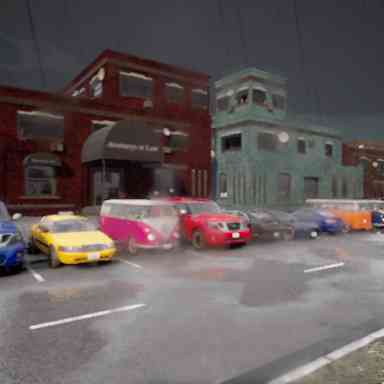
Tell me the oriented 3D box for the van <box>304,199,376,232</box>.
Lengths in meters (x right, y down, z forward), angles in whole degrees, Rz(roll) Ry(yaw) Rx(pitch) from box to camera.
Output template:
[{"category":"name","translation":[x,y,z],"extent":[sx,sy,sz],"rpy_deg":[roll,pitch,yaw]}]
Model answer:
[{"category":"van","translation":[9.052,1.487,21.599],"extent":[1.878,1.987,4.442],"rpy_deg":[1,-1,-36]}]

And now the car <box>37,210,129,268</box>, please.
[{"category":"car","translation":[-4.348,1.493,11.669],"extent":[1.946,1.575,5.366],"rpy_deg":[1,0,-35]}]

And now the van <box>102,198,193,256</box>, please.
[{"category":"van","translation":[-2.123,1.304,13.340],"extent":[1.878,1.987,4.442],"rpy_deg":[1,0,-36]}]

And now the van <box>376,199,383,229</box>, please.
[{"category":"van","translation":[11.448,1.527,23.022],"extent":[1.878,1.987,4.442],"rpy_deg":[1,-1,-36]}]

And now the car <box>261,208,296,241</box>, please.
[{"category":"car","translation":[2.334,1.601,16.656],"extent":[2.231,1.521,4.892],"rpy_deg":[1,-1,-36]}]

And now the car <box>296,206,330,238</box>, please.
[{"category":"car","translation":[4.609,1.665,18.250],"extent":[2.163,1.488,4.792],"rpy_deg":[1,-1,-35]}]

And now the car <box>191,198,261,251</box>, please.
[{"category":"car","translation":[0.086,1.312,15.025],"extent":[2.435,2.045,5.566],"rpy_deg":[1,0,-36]}]

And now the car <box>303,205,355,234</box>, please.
[{"category":"car","translation":[6.754,1.712,19.813],"extent":[2.002,1.452,4.674],"rpy_deg":[1,-1,-36]}]

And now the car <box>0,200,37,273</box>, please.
[{"category":"car","translation":[-6.699,1.212,10.185],"extent":[2.435,2.045,5.566],"rpy_deg":[1,0,-36]}]
